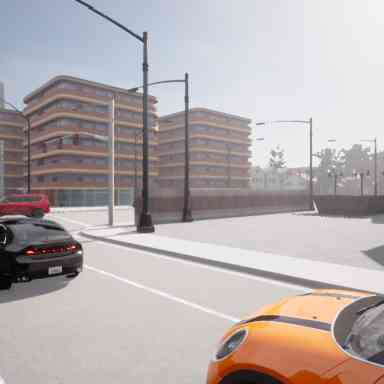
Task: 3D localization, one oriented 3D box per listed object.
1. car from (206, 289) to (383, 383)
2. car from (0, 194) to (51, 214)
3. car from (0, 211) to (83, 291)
[{"bbox_3d":[2.278,1.352,2.333,4.553,1.767,2.097,0,0,40],"label":"car"},{"bbox_3d":[-14.455,1.203,27.068,5.566,2.045,2.150,1,-1,-44],"label":"car"},{"bbox_3d":[-4.717,1.505,9.221,1.837,1.490,4.892,0,0,-43],"label":"car"}]
